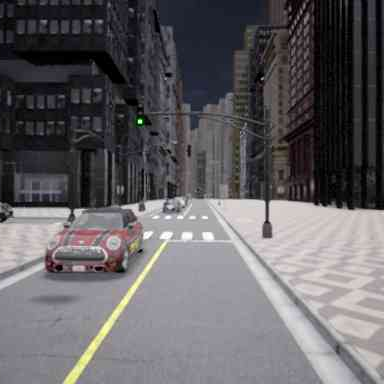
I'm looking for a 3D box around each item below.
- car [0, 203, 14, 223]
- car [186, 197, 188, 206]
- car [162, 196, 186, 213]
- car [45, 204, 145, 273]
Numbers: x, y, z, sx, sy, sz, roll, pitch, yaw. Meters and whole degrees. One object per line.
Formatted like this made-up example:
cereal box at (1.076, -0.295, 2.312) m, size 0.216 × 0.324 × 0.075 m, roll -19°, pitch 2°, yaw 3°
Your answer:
car at (-14.886, 1.039, 22.075) m, size 5.566 × 2.045 × 2.150 m, roll 1°, pitch -1°, yaw 4°
car at (-1.957, 1.525, 47.237) m, size 1.812 × 1.442 × 4.674 m, roll 0°, pitch 0°, yaw 2°
car at (-2.211, 1.473, 37.415) m, size 2.128 × 1.511 × 4.902 m, roll 0°, pitch 0°, yaw 2°
car at (-2.825, 1.334, 10.613) m, size 2.097 × 1.767 × 4.553 m, roll 0°, pitch 0°, yaw 1°
